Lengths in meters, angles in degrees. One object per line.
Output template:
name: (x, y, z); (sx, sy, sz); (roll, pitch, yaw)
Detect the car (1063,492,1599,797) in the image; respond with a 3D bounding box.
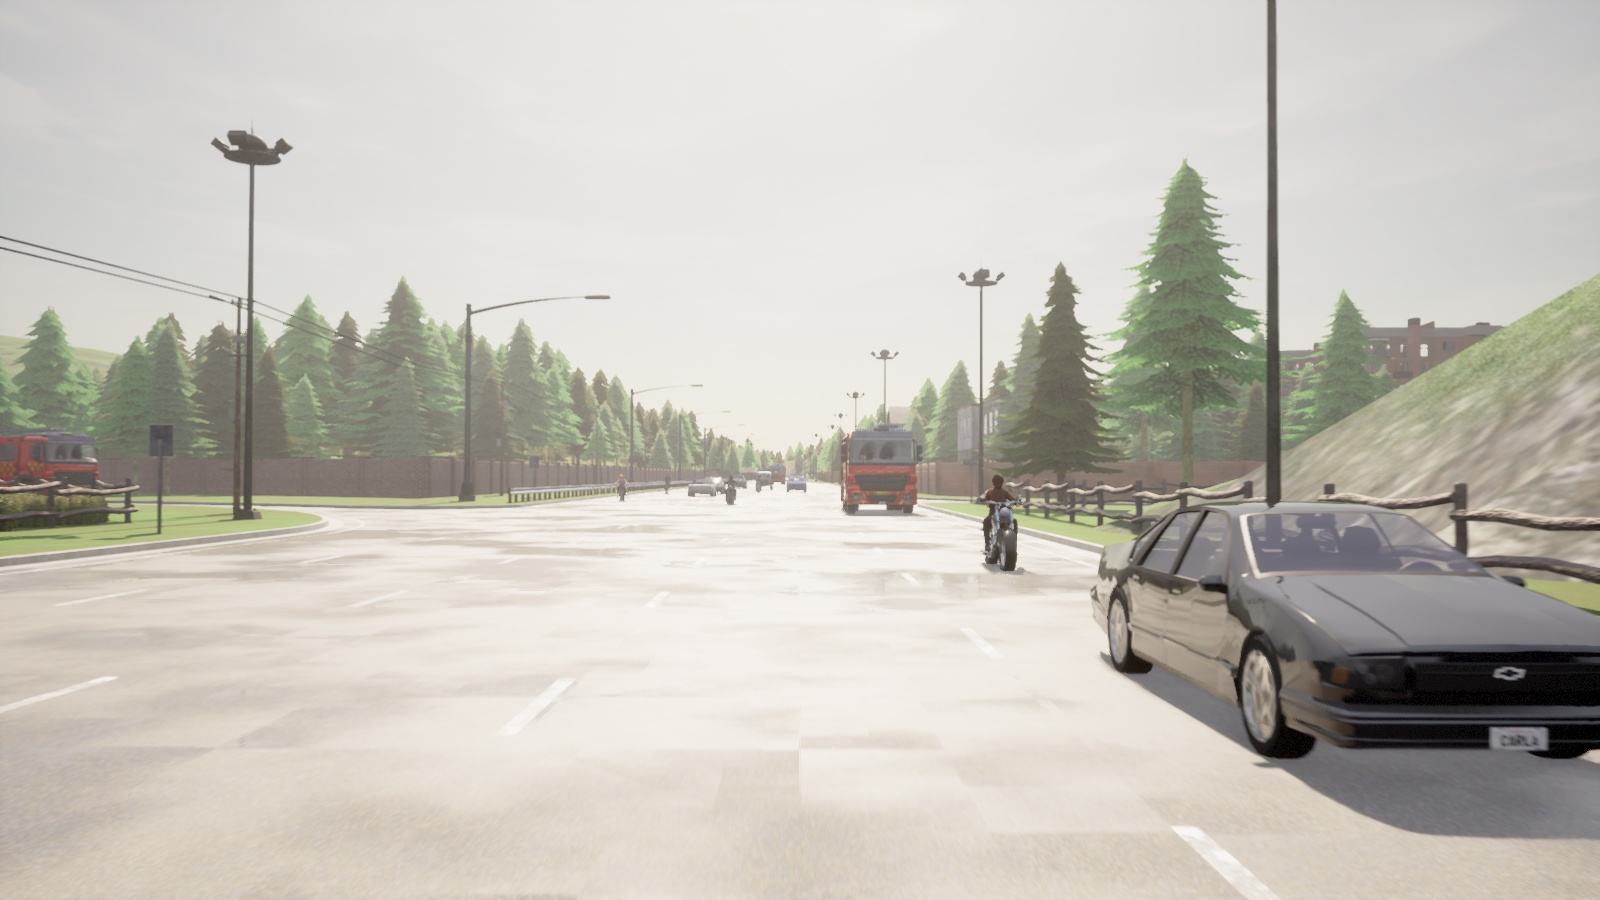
car: (3.473, 1.040, 8.841); (2.033, 1.411, 5.357); (0, -1, -1)

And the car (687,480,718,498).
car: (-7.234, 2.905, 93.499); (1.895, 1.301, 4.718); (0, -1, 0)

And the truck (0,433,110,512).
truck: (-39.391, 1.153, 64.020); (8.468, 3.827, 2.891); (-1, -1, 25)

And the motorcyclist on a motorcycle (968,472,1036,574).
motorcyclist on a motorcycle: (3.445, 1.209, 21.592); (0.766, 1.649, 2.350); (0, -1, 0)

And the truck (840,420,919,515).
truck: (3.357, 0.793, 55.031); (2.891, 3.827, 8.468); (0, -1, 0)
